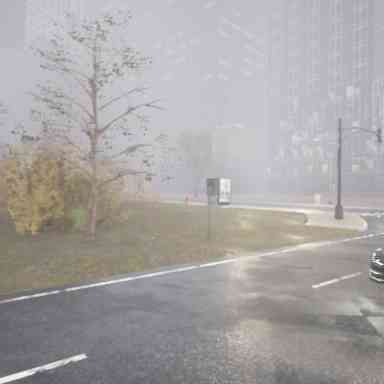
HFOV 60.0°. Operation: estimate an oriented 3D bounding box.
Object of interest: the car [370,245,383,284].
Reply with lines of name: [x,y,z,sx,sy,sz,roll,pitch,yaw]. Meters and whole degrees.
car: [6.179,1.405,8.023,4.892,1.490,1.837,-1,1,-36]
